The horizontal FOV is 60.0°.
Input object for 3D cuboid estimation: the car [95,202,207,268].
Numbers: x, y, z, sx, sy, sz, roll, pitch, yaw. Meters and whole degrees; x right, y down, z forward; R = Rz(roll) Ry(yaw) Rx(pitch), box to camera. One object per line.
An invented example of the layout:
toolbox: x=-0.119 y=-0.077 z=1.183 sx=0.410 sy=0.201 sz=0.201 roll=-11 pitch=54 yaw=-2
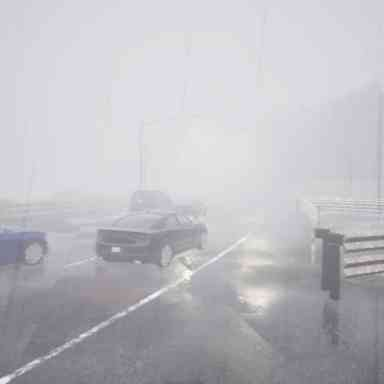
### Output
car: x=-1.022 y=1.323 z=10.908 sx=1.882 sy=1.535 sz=5.008 roll=1 pitch=1 yaw=22

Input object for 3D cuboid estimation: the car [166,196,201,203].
car: x=-0.133 y=1.200 z=24.855 sx=1.812 sy=1.442 sz=4.674 roll=1 pitch=1 yaw=15

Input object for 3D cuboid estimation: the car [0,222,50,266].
car: x=-5.947 y=1.314 z=8.267 sx=1.882 sy=1.535 sz=5.008 roll=1 pitch=1 yaw=25

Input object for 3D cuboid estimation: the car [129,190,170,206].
car: x=-3.164 y=0.841 z=27.059 sx=2.150 sy=2.045 sz=5.566 roll=1 pitch=1 yaw=14

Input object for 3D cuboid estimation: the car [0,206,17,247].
car: x=-8.535 y=1.304 z=11.038 sx=1.812 sy=1.442 sz=4.674 roll=1 pitch=1 yaw=24
